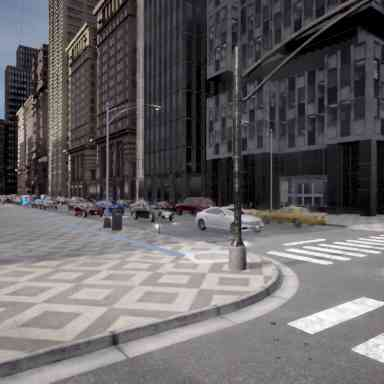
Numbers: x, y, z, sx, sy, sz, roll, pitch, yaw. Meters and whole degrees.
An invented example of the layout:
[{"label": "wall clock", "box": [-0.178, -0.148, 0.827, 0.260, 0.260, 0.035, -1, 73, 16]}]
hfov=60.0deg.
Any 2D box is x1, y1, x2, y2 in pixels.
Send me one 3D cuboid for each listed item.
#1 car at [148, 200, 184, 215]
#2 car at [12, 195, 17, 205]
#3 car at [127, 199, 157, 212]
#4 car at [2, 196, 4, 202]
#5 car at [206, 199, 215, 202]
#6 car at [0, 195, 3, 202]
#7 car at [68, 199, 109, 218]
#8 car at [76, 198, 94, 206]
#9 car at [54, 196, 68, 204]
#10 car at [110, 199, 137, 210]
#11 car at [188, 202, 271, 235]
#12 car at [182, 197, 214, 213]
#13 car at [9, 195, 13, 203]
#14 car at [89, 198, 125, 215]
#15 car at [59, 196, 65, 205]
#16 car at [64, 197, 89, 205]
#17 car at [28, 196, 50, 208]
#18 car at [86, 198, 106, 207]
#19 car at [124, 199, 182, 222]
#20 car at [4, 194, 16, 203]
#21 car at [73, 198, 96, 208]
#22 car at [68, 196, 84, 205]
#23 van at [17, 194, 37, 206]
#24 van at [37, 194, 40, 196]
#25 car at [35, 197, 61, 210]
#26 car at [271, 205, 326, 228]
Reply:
[{"label": "car", "box": [-2.913, 1.642, 36.417, 1.887, 1.381, 4.507, 0, 0, -35]}, {"label": "car", "box": [-32.408, 1.703, 63.359, 1.752, 1.417, 4.829, 0, 0, -35]}, {"label": "car", "box": [-6.246, 1.638, 41.130, 1.752, 1.417, 4.829, 0, 0, -35]}, {"label": "car", "box": [-42.211, 1.812, 77.219, 1.802, 1.307, 4.206, 0, 0, -35]}, {"label": "car", "box": [3.457, 1.593, 27.409, 1.752, 1.417, 4.829, 0, 0, -35]}, {"label": "car", "box": [-45.445, 1.687, 81.793, 1.967, 1.590, 4.097, 0, 0, -35]}, {"label": "car", "box": [-9.864, 1.611, 31.481, 1.887, 1.381, 4.507, 0, 0, -35]}, {"label": "car", "box": [-19.086, 1.758, 59.285, 1.802, 1.307, 4.206, 0, 0, -35]}, {"label": "car", "box": [-28.789, 1.666, 73.006, 1.967, 1.590, 4.097, 0, 0, -35]}, {"label": "car", "box": [-9.383, 1.679, 45.565, 2.008, 1.369, 4.403, 0, 0, -35]}, {"label": "car", "box": [2.023, 1.557, 19.251, 1.812, 1.442, 4.674, 0, 0, -37]}, {"label": "car", "box": [0.321, 1.397, 31.844, 2.192, 1.841, 5.009, 0, 0, -35]}, {"label": "car", "box": [-35.741, 1.777, 68.071, 1.802, 1.307, 4.206, 0, 0, -35]}, {"label": "car", "box": [-8.705, 1.559, 34.473, 1.882, 1.535, 5.008, 0, 0, -35]}, {"label": "car", "box": [-23.472, 1.779, 60.878, 1.895, 1.301, 4.718, 0, 0, -36]}, {"label": "car", "box": [-14.392, 1.672, 42.562, 1.994, 1.385, 4.181, 0, 0, -37]}, {"label": "car", "box": [-22.802, 1.711, 49.775, 1.802, 1.307, 4.206, 0, 0, -35]}, {"label": "car", "box": [-15.851, 1.726, 54.712, 1.947, 1.339, 4.313, 0, 0, -35]}, {"label": "car", "box": [-3.262, 1.547, 26.764, 2.128, 1.511, 4.902, 0, 0, -35]}, {"label": "car", "box": [-38.976, 1.527, 72.646, 2.192, 1.841, 5.009, 0, 0, -35]}, {"label": "car", "box": [-16.577, 1.648, 51.133, 1.837, 1.490, 4.892, 0, 0, -36]}, {"label": "car", "box": [-22.320, 1.633, 63.859, 1.967, 1.590, 4.097, 0, 0, -35]}, {"label": "van", "box": [-29.272, 1.503, 58.924, 1.690, 1.788, 3.998, 0, 0, -35]}, {"label": "van", "box": [-38.494, 1.619, 86.727, 1.690, 1.788, 3.998, 0, 0, -35]}, {"label": "car", "box": [-19.568, 1.695, 45.202, 1.802, 1.307, 4.206, 0, 0, -35]}, {"label": "car", "box": [6.692, 1.578, 22.836, 1.752, 1.417, 4.829, 0, 0, -35]}]
